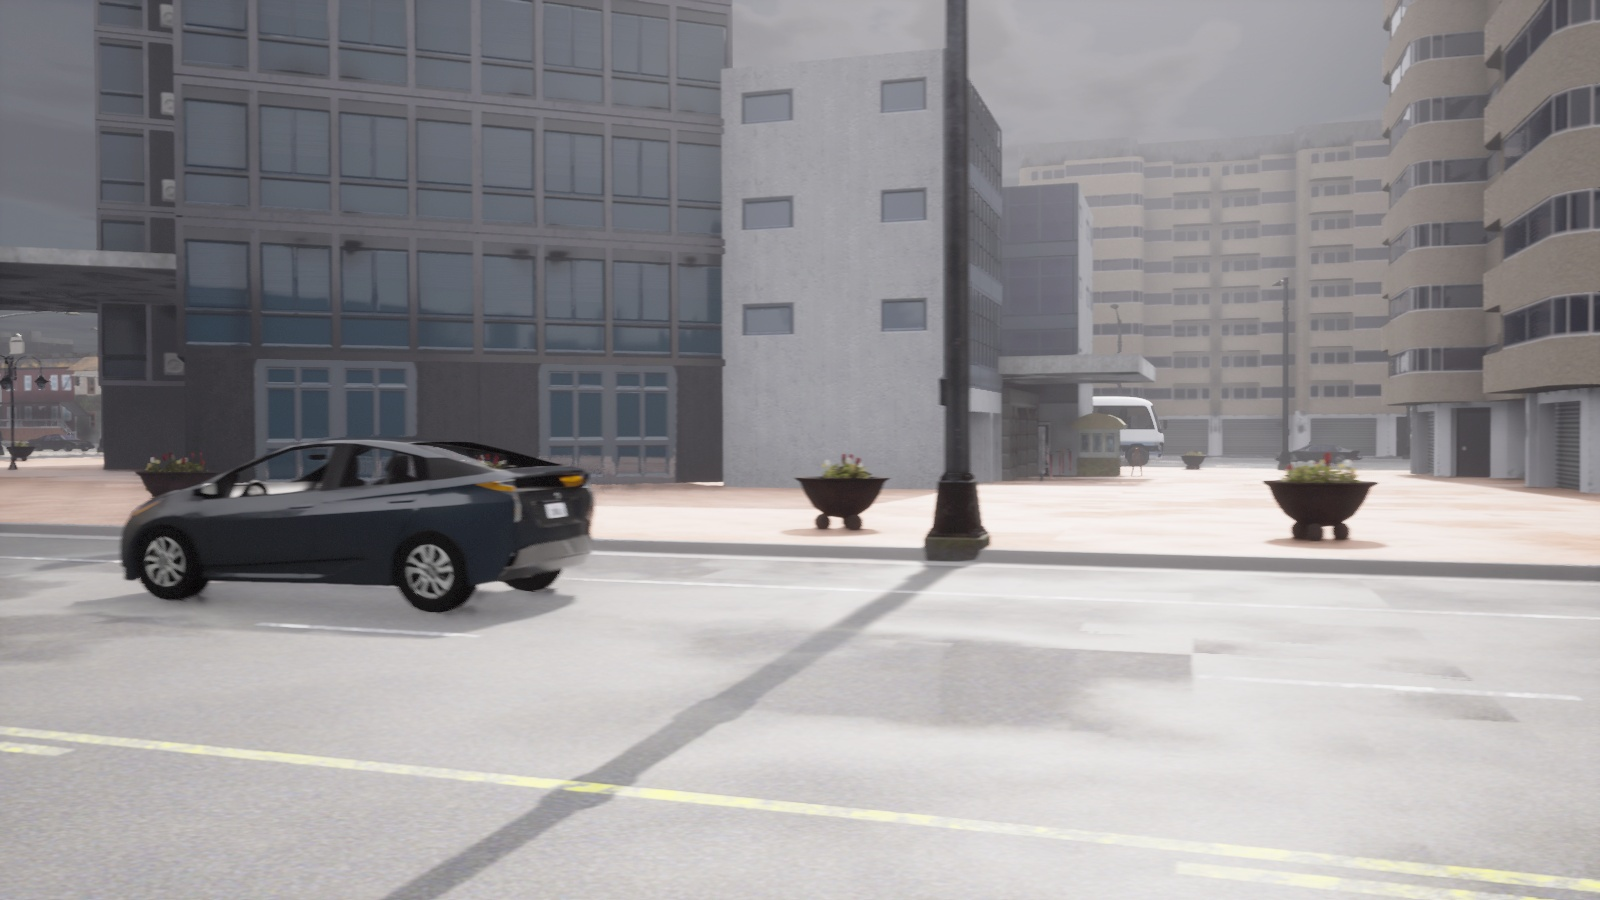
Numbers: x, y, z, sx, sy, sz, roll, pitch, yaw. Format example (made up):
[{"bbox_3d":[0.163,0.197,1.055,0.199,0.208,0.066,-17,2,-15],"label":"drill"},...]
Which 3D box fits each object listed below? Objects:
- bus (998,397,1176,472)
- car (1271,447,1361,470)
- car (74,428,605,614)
[{"bbox_3d":[17.609,-1.005,76.891,10.273,4.253,3.944,1,1,17],"label":"bus"},{"bbox_3d":[33.993,0.535,82.878,5.357,1.411,2.033,1,1,17],"label":"car"},{"bbox_3d":[-4.367,0.564,12.046,4.514,1.525,2.007,1,1,19],"label":"car"}]
